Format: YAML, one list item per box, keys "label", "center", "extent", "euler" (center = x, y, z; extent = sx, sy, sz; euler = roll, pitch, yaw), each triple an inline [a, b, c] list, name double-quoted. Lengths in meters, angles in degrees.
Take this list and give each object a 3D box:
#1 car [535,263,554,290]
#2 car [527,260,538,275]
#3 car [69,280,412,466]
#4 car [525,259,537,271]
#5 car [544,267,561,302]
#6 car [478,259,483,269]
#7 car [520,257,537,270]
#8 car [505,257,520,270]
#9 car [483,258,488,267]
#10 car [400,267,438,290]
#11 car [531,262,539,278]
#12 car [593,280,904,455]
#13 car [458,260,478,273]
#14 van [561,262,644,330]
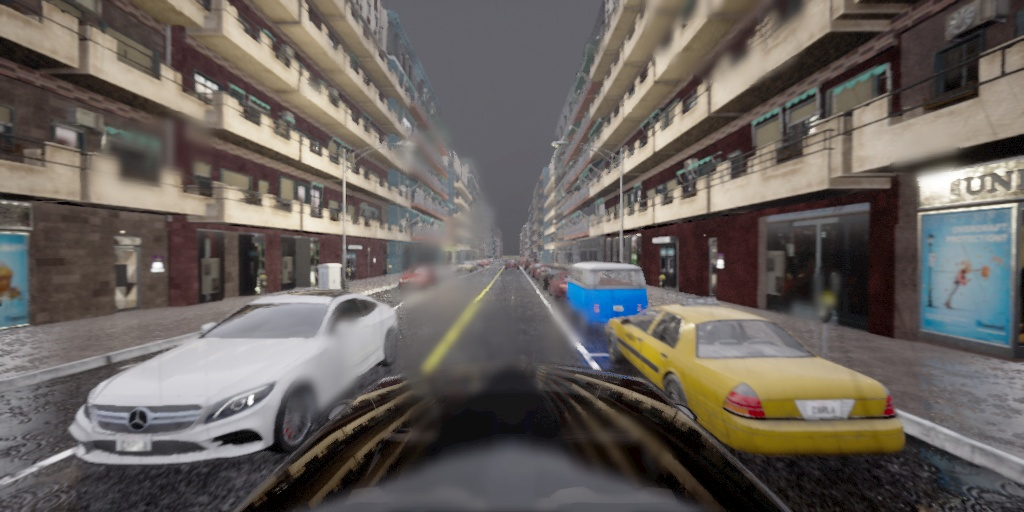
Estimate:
- label: "car"
  center: [2.694, 1.317, 22.271]
  extent: [1.948, 1.339, 4.313]
  euler: [0, 0, 0]
- label: "car"
  center: [2.696, 1.302, 33.641]
  extent: [1.888, 1.381, 4.507]
  euler: [0, 0, 0]
- label: "car"
  center: [-3.089, 1.275, 5.261]
  extent: [1.812, 1.442, 4.674]
  euler: [0, 0, 0]
- label: "car"
  center: [2.698, 1.343, 39.326]
  extent: [1.802, 1.307, 4.207]
  euler: [0, 0, 0]
- label: "car"
  center: [2.693, 1.332, 16.587]
  extent: [1.802, 1.307, 4.207]
  euler: [0, 0, 0]
- label: "car"
  center: [-5.681, 1.322, 50.700]
  extent: [2.007, 1.370, 4.403]
  euler: [0, 0, 0]
- label: "car"
  center: [2.700, 1.086, 50.694]
  extent: [2.192, 1.841, 5.009]
  euler: [0, 0, 0]
- label: "car"
  center: [0.012, 1.126, 53.072]
  extent: [2.097, 1.767, 4.553]
  euler: [0, 0, 0]
- label: "car"
  center: [-5.678, 1.329, 62.069]
  extent: [1.888, 1.381, 4.507]
  euler: [0, 0, 0]
- label: "car"
  center: [-5.687, 1.334, 22.276]
  extent: [1.802, 1.307, 4.207]
  euler: [0, 0, 0]
- label: "car"
  center: [2.695, 1.335, 27.956]
  extent: [1.802, 1.307, 4.207]
  euler: [0, 0, 0]
- label: "car"
  center: [2.690, 1.275, 5.387]
  extent: [1.751, 1.417, 4.829]
  euler: [0, 0, 0]
- label: "car"
  center: [-5.682, 1.292, 44.845]
  extent: [1.751, 1.417, 4.829]
  euler: [0, 0, 0]
- label: "van"
  center: [2.691, 1.090, 10.902]
  extent: [1.690, 1.789, 3.998]
  euler: [0, 0, 0]
